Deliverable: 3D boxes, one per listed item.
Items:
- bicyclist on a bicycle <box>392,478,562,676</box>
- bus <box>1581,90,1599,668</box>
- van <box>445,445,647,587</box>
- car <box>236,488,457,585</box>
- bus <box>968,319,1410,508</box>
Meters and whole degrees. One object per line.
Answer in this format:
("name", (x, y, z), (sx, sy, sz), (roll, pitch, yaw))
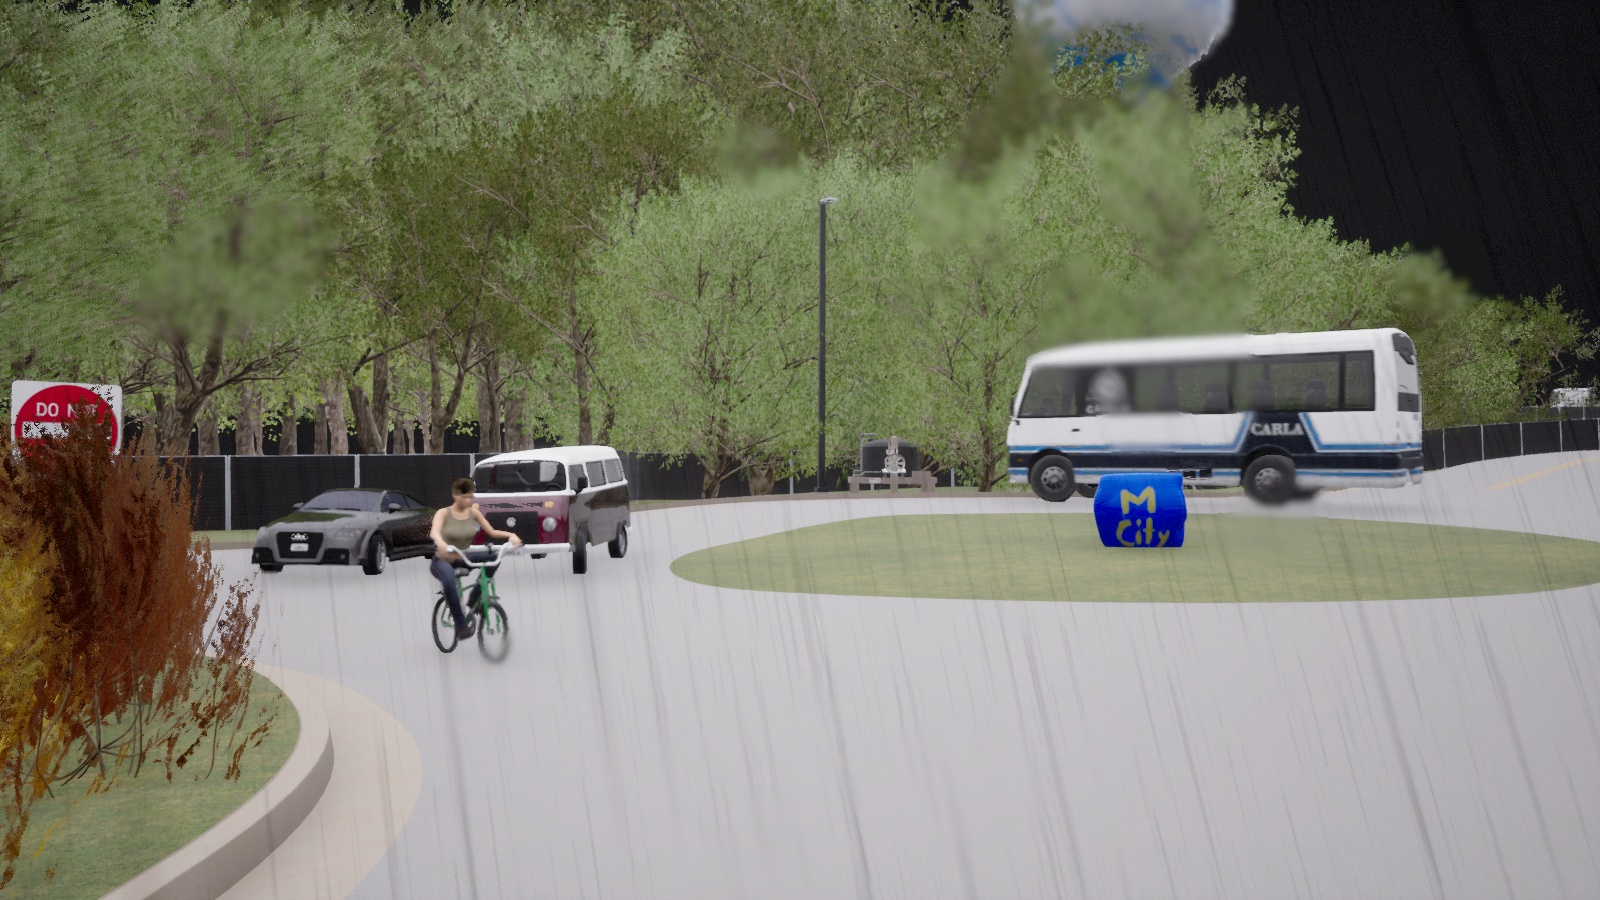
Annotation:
("bicyclist on a bicycle", (-2.904, 1.077, 11.205), (0.866, 1.612, 1.509), (0, -2, -41))
("bus", (11.303, -0.591, 9.914), (10.273, 4.253, 3.944), (-1, 2, -27))
("van", (-4.165, 1.005, 21.437), (2.069, 2.038, 4.480), (-2, 1, 6))
("car", (-7.733, 1.426, 21.895), (1.994, 1.385, 4.181), (0, 0, 6))
("bus", (9.940, -0.811, 32.893), (10.273, 4.253, 3.944), (-1, 1, 36))
